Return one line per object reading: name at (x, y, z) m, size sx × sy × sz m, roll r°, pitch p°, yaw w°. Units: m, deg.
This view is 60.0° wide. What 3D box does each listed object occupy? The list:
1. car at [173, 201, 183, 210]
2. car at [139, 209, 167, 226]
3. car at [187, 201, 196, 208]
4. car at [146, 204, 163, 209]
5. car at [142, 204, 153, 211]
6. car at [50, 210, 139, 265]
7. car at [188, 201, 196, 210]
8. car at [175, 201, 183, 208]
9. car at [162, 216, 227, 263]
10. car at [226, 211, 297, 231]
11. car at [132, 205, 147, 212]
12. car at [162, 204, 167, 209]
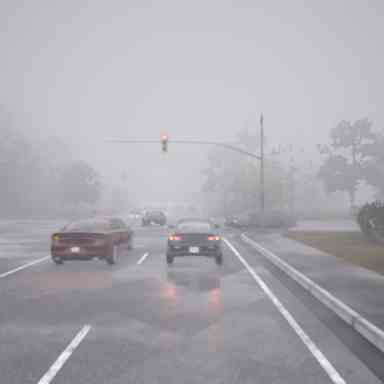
car at (-3.512, 3.675, 81.011) m, size 1.812 × 1.442 × 4.674 m, roll 0°, pitch 0°, yaw 0°
car at (-3.413, 2.487, 31.150) m, size 1.895 × 1.301 × 4.718 m, roll 0°, pitch -3°, yaw 0°
car at (-0.106, 3.341, 91.130) m, size 2.097 × 1.767 × 4.553 m, roll 0°, pitch 0°, yaw -3°
car at (-7.035, 3.624, 63.127) m, size 1.812 × 1.442 × 4.674 m, roll 0°, pitch -1°, yaw 0°
car at (-10.511, 3.700, 78.946) m, size 2.033 × 1.411 × 5.357 m, roll 0°, pitch 0°, yaw 0°
car at (-3.420, 1.606, 12.255) m, size 1.882 × 1.535 × 5.008 m, roll 0°, pitch -2°, yaw 0°
car at (-0.012, 3.702, 81.394) m, size 1.994 × 1.385 × 4.181 m, roll 0°, pitch 0°, yaw 0°
car at (-3.605, 3.337, 91.045) m, size 2.097 × 1.767 × 4.553 m, roll 0°, pitch 0°, yaw -3°
car at (0.078, 1.658, 12.394) m, size 1.812 × 1.442 × 4.674 m, roll 0°, pitch -2°, yaw 0°
car at (5.106, 2.121, 24.732) m, size 5.357 × 1.411 × 2.033 m, roll 1°, pitch -3°, yaw -19°
car at (-10.529, 3.645, 63.088) m, size 2.033 × 1.411 × 5.357 m, roll 0°, pitch -1°, yaw 1°
car at (-7.011, 3.638, 78.607) m, size 1.882 × 1.535 × 5.008 m, roll 0°, pitch 0°, yaw 0°
